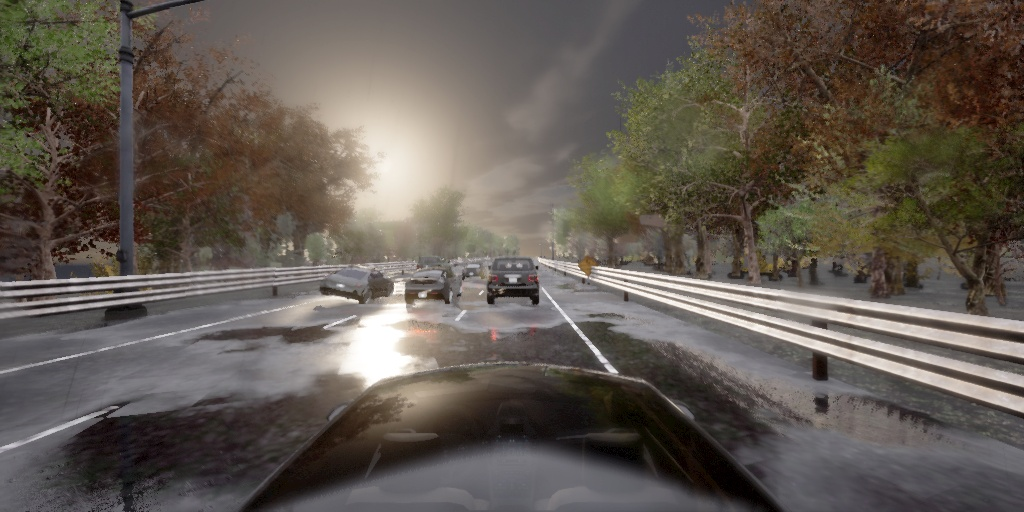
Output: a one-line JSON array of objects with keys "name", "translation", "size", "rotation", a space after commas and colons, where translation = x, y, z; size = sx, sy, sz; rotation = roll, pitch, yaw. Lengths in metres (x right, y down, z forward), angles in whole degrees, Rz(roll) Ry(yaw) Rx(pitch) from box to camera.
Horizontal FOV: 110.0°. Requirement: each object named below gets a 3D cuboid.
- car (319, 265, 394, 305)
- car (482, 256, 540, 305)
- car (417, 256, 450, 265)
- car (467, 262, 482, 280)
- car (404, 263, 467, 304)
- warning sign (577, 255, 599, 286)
[{"name": "car", "translation": [-6.826, 1.162, 16.343], "size": [1.994, 1.385, 4.181], "rotation": [13, 0, 0]}, {"name": "car", "translation": [0.063, 1.009, 16.314], "size": [2.150, 2.045, 5.566], "rotation": [0, 0, 0]}, {"name": "car", "translation": [-6.745, 1.004, 31.361], "size": [2.150, 2.045, 5.566], "rotation": [0, 0, 1]}, {"name": "car", "translation": [-3.246, 1.278, 31.270], "size": [1.812, 1.442, 4.674], "rotation": [0, 0, 1]}, {"name": "car", "translation": [-3.438, 1.269, 16.312], "size": [1.837, 1.490, 4.892], "rotation": [0, 0, 0]}, {"name": "warning sign", "translation": [4.670, 0.862, 21.882], "size": [1.300, 1.860, 1.060], "rotation": [0, 0, 1]}]
